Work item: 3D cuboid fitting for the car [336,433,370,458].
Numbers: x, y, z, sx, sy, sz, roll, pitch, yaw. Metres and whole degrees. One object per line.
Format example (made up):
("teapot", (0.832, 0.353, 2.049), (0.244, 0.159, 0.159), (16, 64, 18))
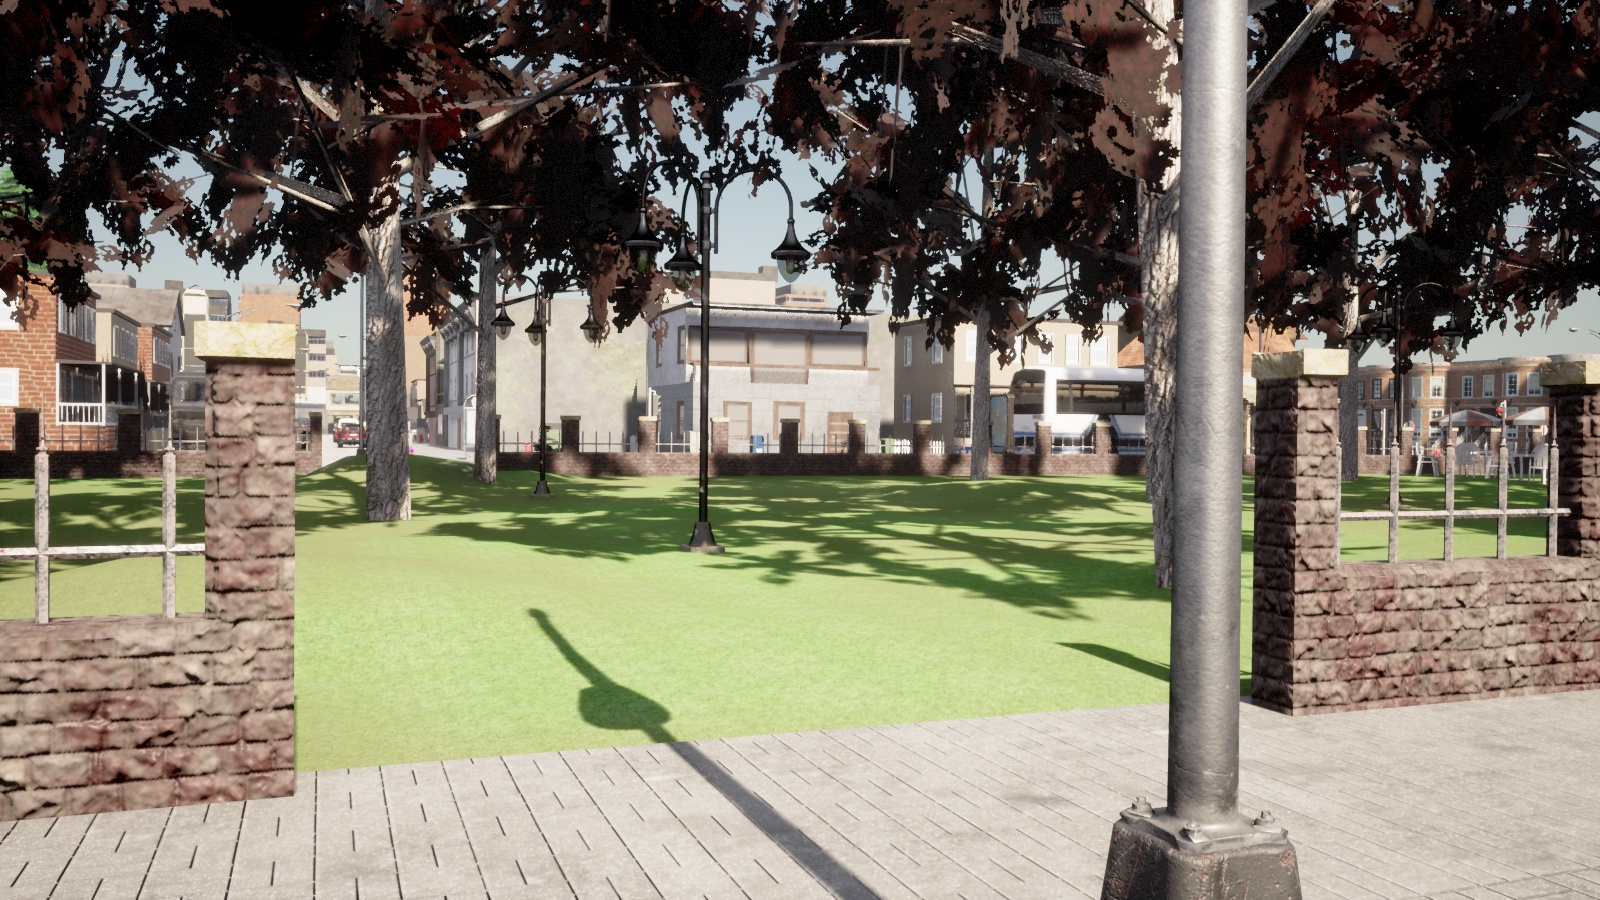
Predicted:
("car", (-30.305, -0.329, 85.098), (2.033, 1.649, 4.856), (-1, 1, -21))

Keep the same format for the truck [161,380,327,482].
("truck", (-20.435, -0.725, 46.757), (2.891, 3.462, 7.936), (0, 1, -2))

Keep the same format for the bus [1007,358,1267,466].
("bus", (14.314, -1.601, 53.365), (10.273, 4.253, 3.944), (-1, 1, -21))
